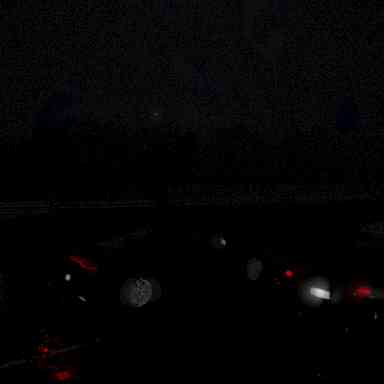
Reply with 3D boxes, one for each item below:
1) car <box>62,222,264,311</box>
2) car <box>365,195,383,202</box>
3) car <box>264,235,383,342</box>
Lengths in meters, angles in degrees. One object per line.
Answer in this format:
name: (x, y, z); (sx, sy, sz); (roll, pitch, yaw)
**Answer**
car: (-0.362, 1.454, 7.789); (5.008, 1.535, 1.882); (0, 0, -36)
car: (31.307, 1.240, 56.339); (4.892, 1.490, 1.837); (-1, 0, -35)
car: (3.617, 1.527, 6.329); (4.181, 1.385, 1.994); (0, 0, -36)
